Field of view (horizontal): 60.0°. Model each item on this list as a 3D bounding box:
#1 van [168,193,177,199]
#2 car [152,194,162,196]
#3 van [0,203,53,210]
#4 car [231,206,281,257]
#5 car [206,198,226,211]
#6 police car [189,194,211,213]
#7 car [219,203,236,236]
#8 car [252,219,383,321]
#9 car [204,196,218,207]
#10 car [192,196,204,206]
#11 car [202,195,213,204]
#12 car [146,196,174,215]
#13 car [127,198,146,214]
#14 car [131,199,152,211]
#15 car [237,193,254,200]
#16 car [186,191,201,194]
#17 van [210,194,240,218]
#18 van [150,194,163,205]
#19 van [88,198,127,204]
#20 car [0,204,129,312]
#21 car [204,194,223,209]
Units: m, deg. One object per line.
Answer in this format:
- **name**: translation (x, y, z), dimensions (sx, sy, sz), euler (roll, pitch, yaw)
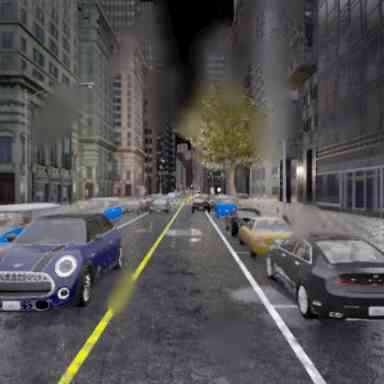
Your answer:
- **van**: translation (-5.786, 1.085, 92.602), dimensions (1.690, 1.788, 3.998), euler (0, 0, 0)
- **car**: translation (-5.767, 1.412, 49.205), dimensions (1.947, 1.339, 4.313), euler (0, 0, 0)
- **van**: translation (-5.765, 1.303, 11.311), dimensions (1.690, 1.788, 3.998), euler (0, 0, 0)
- **car**: translation (2.760, 1.482, 12.583), dimensions (1.752, 1.417, 4.829), euler (0, 0, 0)
- **car**: translation (2.758, 1.425, 38.858), dimensions (2.008, 1.369, 4.403), euler (0, 0, 0)
- **police car**: translation (0.898, 1.311, 35.106), dimensions (1.930, 1.638, 5.238), euler (0, 0, 0)
- **car**: translation (2.760, 1.506, 17.703), dimensions (1.947, 1.339, 4.313), euler (0, 0, 0)
- **car**: translation (2.761, 1.526, 7.125), dimensions (2.008, 1.369, 4.403), euler (0, 0, 0)
- **car**: translation (2.757, 1.390, 49.436), dimensions (1.887, 1.381, 4.507), euler (0, 0, 0)
- **car**: translation (0.897, 1.346, 50.997), dimensions (1.837, 1.490, 4.892), euler (0, 0, 0)
- **car**: translation (2.763, 1.342, 60.187), dimensions (1.752, 1.417, 4.829), euler (0, 0, 0)
- **car**: translation (-3.097, 1.419, 32.795), dimensions (1.812, 1.442, 4.674), euler (0, 0, 0)
- **car**: translation (-5.766, 1.443, 32.965), dimensions (2.008, 1.369, 4.403), euler (0, 0, 0)
- **car**: translation (-5.766, 1.458, 38.378), dimensions (1.802, 1.307, 4.206), euler (0, 0, 0)
- **car**: translation (10.957, 0.966, 71.784), dimensions (4.902, 1.511, 2.128), euler (-1, 0, 0)
- **car**: translation (1.322, 1.098, 69.025), dimensions (1.882, 1.535, 5.008), euler (0, 1, 36)
- **van**: translation (2.759, 1.248, 28.280), dimensions (1.690, 1.788, 3.998), euler (0, 0, 0)
- **van**: translation (-5.769, 1.173, 54.617), dimensions (1.690, 1.788, 3.998), euler (0, 0, 0)
- **van**: translation (-5.766, 1.267, 22.138), dimensions (1.690, 1.788, 3.998), euler (0, 0, 0)
- **car**: translation (-3.052, 1.324, 7.890), dimensions (2.097, 1.767, 4.553), euler (0, 0, 0)
- **car**: translation (2.757, 1.174, 44.147), dimensions (2.192, 1.841, 5.009), euler (0, 0, 0)
